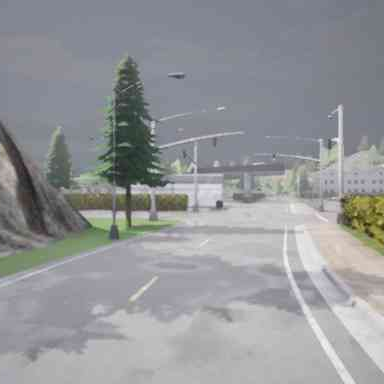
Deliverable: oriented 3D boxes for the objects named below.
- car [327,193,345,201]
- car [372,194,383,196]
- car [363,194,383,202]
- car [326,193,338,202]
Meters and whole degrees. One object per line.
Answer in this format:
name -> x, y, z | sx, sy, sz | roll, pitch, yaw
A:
car -> 35.321, 1.304, 81.722 | 3.866, 1.878, 1.905 | 0, 0, 15
car -> 37.961, 1.478, 64.630 | 4.514, 1.523, 2.007 | 0, 0, 15
car -> 42.009, 1.310, 76.432 | 4.605, 1.855, 1.932 | 0, 0, 15
car -> 33.835, 1.580, 78.685 | 3.806, 1.475, 1.970 | 0, 0, 15
